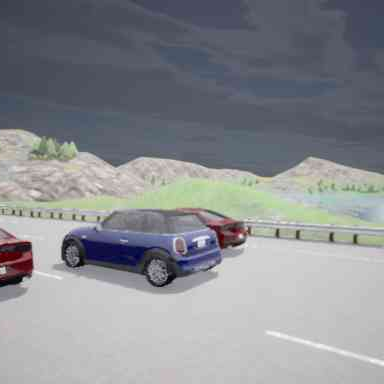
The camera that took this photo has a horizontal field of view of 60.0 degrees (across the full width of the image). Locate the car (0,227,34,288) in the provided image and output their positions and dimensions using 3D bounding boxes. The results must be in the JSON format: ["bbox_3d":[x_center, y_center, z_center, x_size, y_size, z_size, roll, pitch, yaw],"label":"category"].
[{"bbox_3d":[-5.753,1.331,7.699,5.008,1.535,1.882,1,1,33],"label":"car"}]

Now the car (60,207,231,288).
[{"bbox_3d":[-1.537,1.219,9.129,4.553,1.767,2.097,1,1,34],"label":"car"}]

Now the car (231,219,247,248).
[{"bbox_3d":[-0.421,1.308,12.595,5.008,1.535,1.882,1,1,34],"label":"car"}]
